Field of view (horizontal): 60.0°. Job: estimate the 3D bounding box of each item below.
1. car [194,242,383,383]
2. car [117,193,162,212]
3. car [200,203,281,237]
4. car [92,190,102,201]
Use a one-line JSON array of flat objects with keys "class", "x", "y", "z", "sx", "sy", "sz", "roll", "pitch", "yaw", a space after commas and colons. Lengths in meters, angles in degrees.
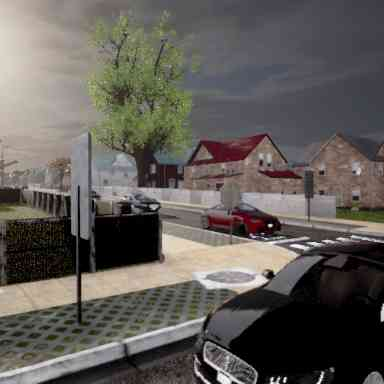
[{"class": "car", "x": 2.283, "y": 1.531, "z": 4.569, "sx": 4.892, "sy": 1.490, "sz": 1.837, "roll": 0, "pitch": 0, "yaw": -35}, {"class": "car", "x": -3.995, "y": 0.838, "z": 24.951, "sx": 2.128, "sy": 1.511, "sz": 4.902, "roll": 0, "pitch": 2, "yaw": -35}, {"class": "car", "x": 2.255, "y": 1.236, "z": 16.208, "sx": 1.994, "sy": 1.385, "sz": 4.181, "roll": 0, "pitch": 2, "yaw": -37}, {"class": "car", "x": -11.020, "y": 0.480, "z": 35.050, "sx": 1.837, "sy": 1.490, "sz": 4.892, "roll": 0, "pitch": 2, "yaw": -35}]
